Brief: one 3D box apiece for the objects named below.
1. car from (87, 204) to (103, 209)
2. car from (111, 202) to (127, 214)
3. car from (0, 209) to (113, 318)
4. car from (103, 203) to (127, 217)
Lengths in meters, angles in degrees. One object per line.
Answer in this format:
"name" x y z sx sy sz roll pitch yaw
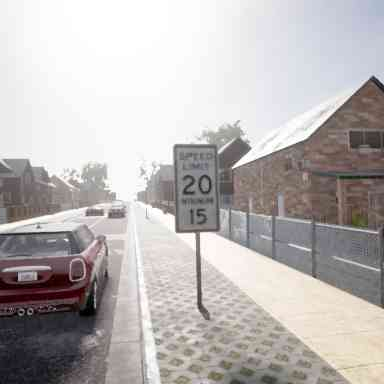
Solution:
"car" -12.129 2.235 41.861 1.994 1.385 4.181 -1 -1 -10
"car" -10.468 2.260 48.095 2.033 1.411 5.357 -1 -1 -10
"car" -3.118 1.456 7.632 2.097 1.767 4.553 -1 -1 -10
"car" -8.601 2.098 38.125 2.033 1.411 5.357 -1 -1 -10
